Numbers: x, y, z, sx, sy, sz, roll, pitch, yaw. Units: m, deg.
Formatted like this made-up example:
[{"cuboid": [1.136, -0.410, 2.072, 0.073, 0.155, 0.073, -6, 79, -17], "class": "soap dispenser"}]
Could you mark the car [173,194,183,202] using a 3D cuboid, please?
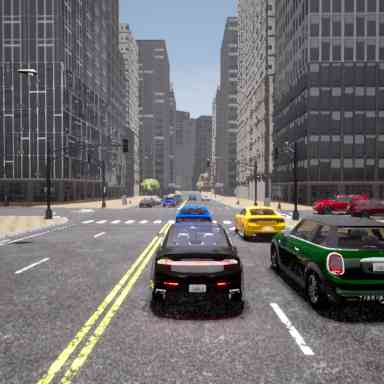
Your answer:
[{"cuboid": [-3.183, 1.286, 77.128, 2.097, 1.767, 4.553, 0, 0, 0], "class": "car"}]

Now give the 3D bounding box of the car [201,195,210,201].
[{"cuboid": [3.322, 1.513, 80.638, 1.895, 1.301, 4.718, 0, 0, 0], "class": "car"}]

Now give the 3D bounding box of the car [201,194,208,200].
[{"cuboid": [3.330, 1.337, 90.640, 1.895, 1.301, 4.718, 0, 0, 0], "class": "car"}]

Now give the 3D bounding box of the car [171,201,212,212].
[{"cuboid": [0.118, 1.468, 17.809, 1.882, 1.535, 5.008, 0, 0, 1], "class": "car"}]

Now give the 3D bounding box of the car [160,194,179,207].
[{"cuboid": [-3.297, 1.491, 49.504, 1.812, 1.442, 4.674, 0, 0, 0], "class": "car"}]

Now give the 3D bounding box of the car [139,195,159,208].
[{"cuboid": [-6.542, 1.513, 49.076, 2.033, 1.411, 5.357, 0, 0, 0], "class": "car"}]

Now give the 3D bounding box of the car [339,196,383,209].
[{"cuboid": [16.226, 1.519, 29.392, 5.009, 1.841, 2.192, 1, 0, 1], "class": "car"}]

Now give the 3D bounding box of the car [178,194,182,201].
[{"cuboid": [-3.274, 1.519, 58.249, 1.994, 1.385, 4.181, 0, 0, 1], "class": "car"}]

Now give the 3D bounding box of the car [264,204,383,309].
[{"cuboid": [3.356, 1.348, 8.016, 2.097, 1.767, 4.553, 0, 0, 0], "class": "car"}]

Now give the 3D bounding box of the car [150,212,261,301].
[{"cuboid": [0.105, 1.488, 8.304, 2.128, 1.511, 4.902, 0, 0, 0], "class": "car"}]

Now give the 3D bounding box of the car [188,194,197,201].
[{"cuboid": [0.071, 1.273, 80.581, 2.097, 1.767, 4.553, 0, 0, 0], "class": "car"}]

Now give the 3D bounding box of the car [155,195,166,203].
[{"cuboid": [-6.449, 1.448, 67.984, 1.837, 1.490, 4.892, 0, 0, 0], "class": "car"}]

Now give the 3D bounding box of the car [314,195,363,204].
[{"cuboid": [15.737, 1.327, 35.175, 5.566, 2.045, 2.150, 1, 1, 1], "class": "car"}]

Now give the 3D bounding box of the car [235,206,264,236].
[{"cuboid": [3.363, 1.469, 17.196, 1.882, 1.535, 5.008, 0, 0, 0], "class": "car"}]

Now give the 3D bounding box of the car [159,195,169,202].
[{"cuboid": [-6.432, 1.482, 77.962, 1.994, 1.385, 4.181, 0, 0, 0], "class": "car"}]

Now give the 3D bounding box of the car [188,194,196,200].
[{"cuboid": [0.080, 1.267, 90.614, 2.128, 1.511, 4.902, 0, 0, 0], "class": "car"}]
